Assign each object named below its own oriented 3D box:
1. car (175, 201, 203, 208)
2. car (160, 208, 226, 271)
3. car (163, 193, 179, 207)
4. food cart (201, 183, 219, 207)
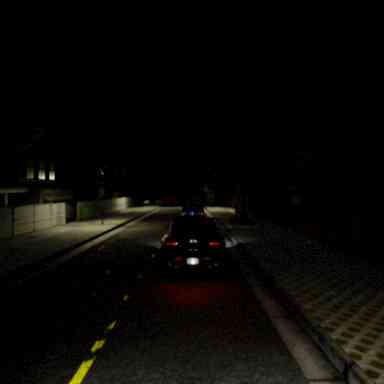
[{"bbox_3d":[0.052,1.535,25.724,2.033,1.411,5.357,0,0,0],"label":"car"},{"bbox_3d":[0.048,1.502,10.863,1.837,1.490,4.892,0,0,1],"label":"car"},{"bbox_3d":[-3.235,1.195,51.605,2.150,2.045,5.566,0,0,-3],"label":"car"},{"bbox_3d":[2.684,0.437,51.311,2.280,3.560,4.660,0,0,-3],"label":"food cart"}]
